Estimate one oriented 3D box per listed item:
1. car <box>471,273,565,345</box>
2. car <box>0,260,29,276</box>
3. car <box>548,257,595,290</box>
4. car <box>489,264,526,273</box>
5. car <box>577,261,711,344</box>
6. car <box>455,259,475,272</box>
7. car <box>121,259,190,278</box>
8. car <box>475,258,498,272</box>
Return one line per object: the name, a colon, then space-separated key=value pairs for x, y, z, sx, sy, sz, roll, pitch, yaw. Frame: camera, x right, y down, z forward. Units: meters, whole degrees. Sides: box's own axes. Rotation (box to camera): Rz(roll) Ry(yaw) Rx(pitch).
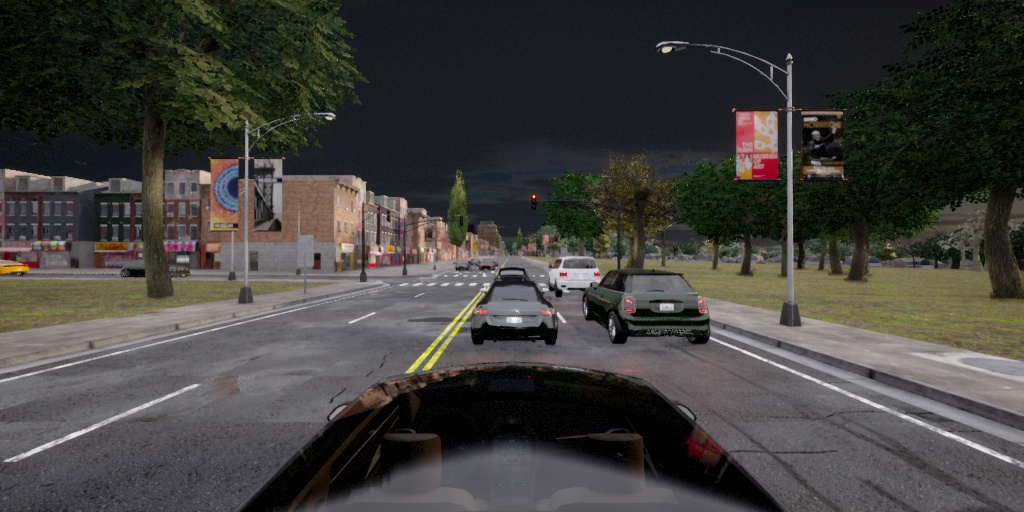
car: x=0.058 y=1.332 z=9.576 sx=1.994 sy=1.385 sz=4.181 roll=0 pitch=0 yaw=0
car: x=-48.975 y=1.117 z=33.856 sx=5.008 sy=1.535 sz=1.882 roll=0 pitch=0 yaw=0
car: x=3.257 y=1.054 z=19.487 sx=2.150 sy=2.045 sz=5.566 roll=0 pitch=0 yaw=0
car: x=0.008 y=1.331 z=18.488 sx=1.837 sy=1.490 sz=4.892 roll=0 pitch=0 yaw=0
car: x=3.310 y=1.121 z=9.774 sx=2.097 sy=1.767 sz=4.553 roll=0 pitch=0 yaw=0
car: x=-6.697 y=1.345 z=49.598 sx=1.837 sy=1.490 sz=4.892 roll=0 pitch=1 yaw=0
car: x=-30.666 y=1.085 z=30.986 sx=4.553 sy=1.767 sz=2.097 roll=0 pitch=0 yaw=0
car: x=-3.447 y=1.196 z=49.255 sx=2.097 sy=1.767 sz=4.553 roll=0 pitch=0 yaw=0
